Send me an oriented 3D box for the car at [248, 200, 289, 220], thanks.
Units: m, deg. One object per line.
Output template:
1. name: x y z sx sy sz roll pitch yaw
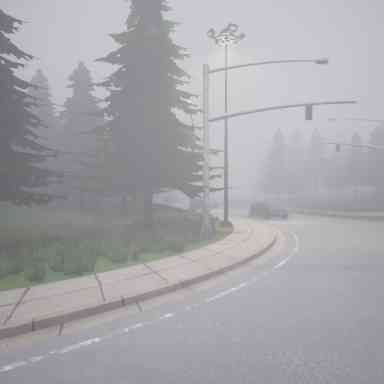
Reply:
1. car: 6.343 1.505 28.088 1.837 1.490 4.892 0 0 -14

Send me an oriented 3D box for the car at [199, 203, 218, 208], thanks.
1. car: 1.968 1.492 44.201 2.128 1.511 4.902 0 0 -16

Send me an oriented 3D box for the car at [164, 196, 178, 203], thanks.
1. car: -4.107 1.492 64.677 2.128 1.511 4.902 0 0 -17
